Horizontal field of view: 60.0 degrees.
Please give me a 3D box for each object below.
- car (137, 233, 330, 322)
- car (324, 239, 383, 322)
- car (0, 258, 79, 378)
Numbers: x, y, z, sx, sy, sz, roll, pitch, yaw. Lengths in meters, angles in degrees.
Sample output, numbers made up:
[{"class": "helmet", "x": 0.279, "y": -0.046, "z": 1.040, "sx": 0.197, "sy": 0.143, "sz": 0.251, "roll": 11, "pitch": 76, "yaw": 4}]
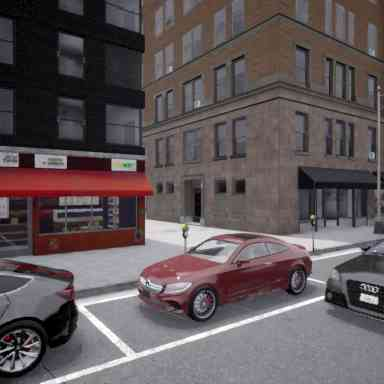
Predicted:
[{"class": "car", "x": 0.884, "y": 1.582, "z": 7.160, "sx": 4.206, "sy": 1.307, "sz": 1.802, "roll": 0, "pitch": 0, "yaw": -35}, {"class": "car", "x": 4.513, "y": 1.564, "z": 6.586, "sx": 4.181, "sy": 1.385, "sz": 1.994, "roll": 0, "pitch": 0, "yaw": -35}, {"class": "car", "x": -3.597, "y": 1.566, "z": 3.969, "sx": 4.313, "sy": 1.339, "sz": 1.947, "roll": 0, "pitch": 0, "yaw": -35}]
